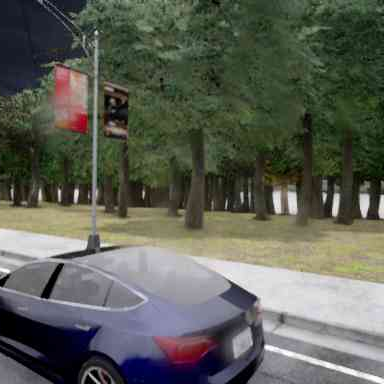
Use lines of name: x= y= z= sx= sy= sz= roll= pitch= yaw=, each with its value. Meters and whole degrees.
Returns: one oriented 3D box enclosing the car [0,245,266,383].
car: x=-1.408 y=1.486 z=4.581 sx=4.792 sy=1.488 sz=2.163 roll=0 pitch=0 yaw=36
